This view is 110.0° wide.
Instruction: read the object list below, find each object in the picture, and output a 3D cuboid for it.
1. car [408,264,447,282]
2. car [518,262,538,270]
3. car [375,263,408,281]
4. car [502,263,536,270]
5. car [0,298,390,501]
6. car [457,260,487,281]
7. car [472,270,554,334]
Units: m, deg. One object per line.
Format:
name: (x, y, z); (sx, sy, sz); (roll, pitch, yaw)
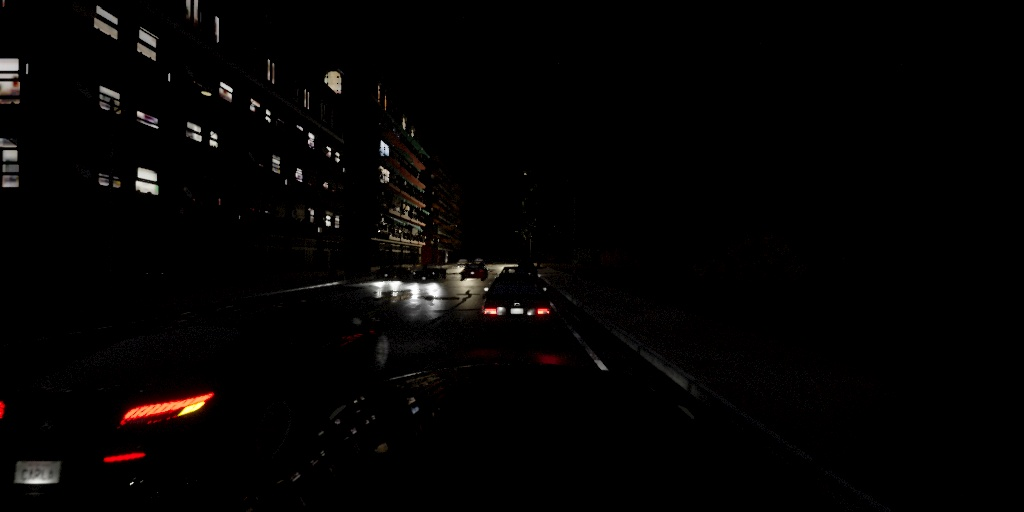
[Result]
car: (-6.581, 1.355, 28.970); (1.895, 1.301, 4.718); (0, 0, 0)
car: (1.158, 1.259, 30.761); (1.837, 1.490, 4.892); (0, 0, 0)
car: (-9.832, 1.318, 30.027); (1.994, 1.385, 4.181); (0, 0, 0)
car: (0.112, 1.301, 20.993); (2.033, 1.411, 5.357); (0, 0, 0)
car: (-3.150, 1.276, 4.687); (1.812, 1.442, 4.674); (0, 0, 0)
car: (-3.128, 1.316, 30.305); (1.994, 1.385, 4.181); (0, 0, 0)
car: (0.108, 1.299, 10.632); (2.033, 1.411, 5.357); (0, 0, 0)
